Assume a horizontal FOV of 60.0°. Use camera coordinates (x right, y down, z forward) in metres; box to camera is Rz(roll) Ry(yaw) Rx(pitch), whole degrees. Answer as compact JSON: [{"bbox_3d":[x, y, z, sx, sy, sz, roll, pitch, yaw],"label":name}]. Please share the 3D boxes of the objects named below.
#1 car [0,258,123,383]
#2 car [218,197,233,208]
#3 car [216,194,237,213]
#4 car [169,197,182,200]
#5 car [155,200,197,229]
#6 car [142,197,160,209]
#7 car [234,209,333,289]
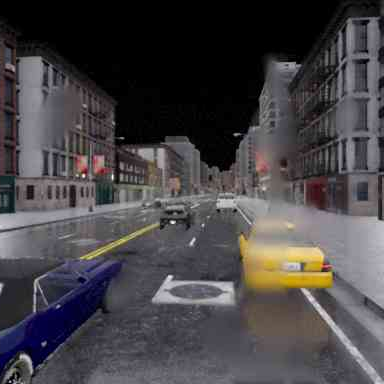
[{"bbox_3d":[-2.508,1.601,4.734,1.895,1.301,4.718,0,0,6],"label":"car"},{"bbox_3d":[4.901,1.530,48.287,2.033,1.411,5.357,0,0,6],"label":"car"},{"bbox_3d":[3.938,1.207,37.627,2.150,2.045,5.566,0,0,6],"label":"car"},{"bbox_3d":[-2.215,1.490,43.294,1.837,1.490,4.892,0,0,6],"label":"car"},{"bbox_3d":[-0.863,1.498,21.619,1.837,1.490,4.892,0,0,6],"label":"car"},{"bbox_3d":[-5.374,1.477,44.371,2.128,1.511,4.902,0,0,6],"label":"car"},{"bbox_3d":[2.230,1.454,9.155,1.801,1.575,5.366,0,0,6],"label":"car"}]
